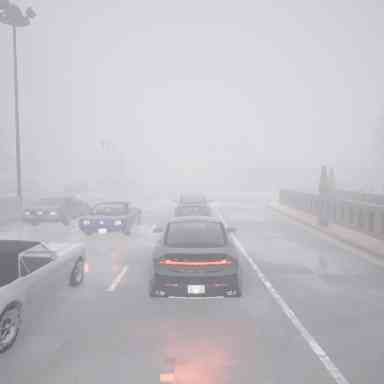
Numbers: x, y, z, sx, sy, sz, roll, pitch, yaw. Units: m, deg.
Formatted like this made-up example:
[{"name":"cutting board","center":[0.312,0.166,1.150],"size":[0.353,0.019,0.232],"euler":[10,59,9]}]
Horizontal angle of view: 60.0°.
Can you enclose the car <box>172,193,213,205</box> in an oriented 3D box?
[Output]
[{"name":"car","center":[0.036,0.838,17.521],"size":[1.837,1.490,4.892],"euler":[0,3,-1]}]

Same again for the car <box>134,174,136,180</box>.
[{"name":"car","center":[-14.394,-3.726,87.948],"size":[2.150,2.045,5.566],"euler":[0,3,0]}]

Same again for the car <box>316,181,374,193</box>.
[{"name":"car","center":[16.141,-0.386,35.241],"size":[4.553,1.767,2.097],"euler":[0,3,2]}]

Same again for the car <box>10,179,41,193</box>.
[{"name":"car","center":[-21.282,-0.835,42.699],"size":[2.097,1.767,4.553],"euler":[0,3,0]}]

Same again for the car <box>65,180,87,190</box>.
[{"name":"car","center":[-17.814,-1.142,51.292],"size":[1.994,1.385,4.181],"euler":[0,3,0]}]

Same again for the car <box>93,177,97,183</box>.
[{"name":"car","center":[-17.798,-2.165,66.999],"size":[2.128,1.511,4.902],"euler":[0,3,0]}]

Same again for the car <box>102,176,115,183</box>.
[{"name":"car","center":[-21.381,-3.238,85.185],"size":[2.128,1.511,4.902],"euler":[0,3,0]}]

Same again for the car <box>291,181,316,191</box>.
[{"name":"car","center":[15.024,-0.644,42.390],"size":[4.674,1.442,1.812],"euler":[0,3,2]}]

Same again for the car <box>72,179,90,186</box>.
[{"name":"car","center":[-21.303,-1.877,64.042],"size":[1.895,1.301,4.718],"euler":[0,3,0]}]

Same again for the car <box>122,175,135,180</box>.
[{"name":"car","center":[-14.323,-2.515,72.538],"size":[1.882,1.535,5.008],"euler":[0,3,0]}]

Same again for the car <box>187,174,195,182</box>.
[{"name":"car","center":[-0.402,-3.506,89.684],"size":[2.128,1.511,4.902],"euler":[0,3,0]}]

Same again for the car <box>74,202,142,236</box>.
[{"name":"car","center":[-3.456,1.078,15.051],"size":[1.895,1.301,4.718],"euler":[0,3,0]}]

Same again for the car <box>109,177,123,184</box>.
[{"name":"car","center":[-17.848,-2.800,78.039],"size":[2.128,1.511,4.902],"euler":[0,3,0]}]

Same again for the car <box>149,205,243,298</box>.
[{"name":"car","center":[0.071,1.338,8.141],"size":[1.837,1.490,4.892],"euler":[0,2,0]}]

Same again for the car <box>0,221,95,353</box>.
[{"name":"car","center":[-3.421,1.506,5.925],"size":[1.895,1.301,4.718],"euler":[0,2,0]}]

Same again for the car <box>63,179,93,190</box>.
[{"name":"car","center":[-14.277,-0.609,41.047],"size":[1.882,1.535,5.008],"euler":[0,3,0]}]

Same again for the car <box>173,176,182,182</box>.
[{"name":"car","center":[-3.896,-3.432,88.402],"size":[1.812,1.442,4.674],"euler":[0,3,0]}]

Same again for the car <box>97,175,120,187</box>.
[{"name":"car","center":[-14.331,-1.900,58.179],"size":[2.150,2.045,5.566],"euler":[0,3,0]}]

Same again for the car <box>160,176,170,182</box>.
[{"name":"car","center":[-7.396,-3.431,88.386],"size":[1.812,1.442,4.674],"euler":[0,3,0]}]

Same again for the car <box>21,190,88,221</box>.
[{"name":"car","center":[-6.967,0.868,17.683],"size":[2.033,1.411,5.357],"euler":[0,3,0]}]

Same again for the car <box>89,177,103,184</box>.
[{"name":"car","center":[-21.331,-2.575,74.307],"size":[1.812,1.442,4.674],"euler":[0,3,0]}]

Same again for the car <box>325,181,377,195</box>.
[{"name":"car","center":[18.467,-0.474,38.780],"size":[5.008,1.535,1.882],"euler":[0,3,2]}]
